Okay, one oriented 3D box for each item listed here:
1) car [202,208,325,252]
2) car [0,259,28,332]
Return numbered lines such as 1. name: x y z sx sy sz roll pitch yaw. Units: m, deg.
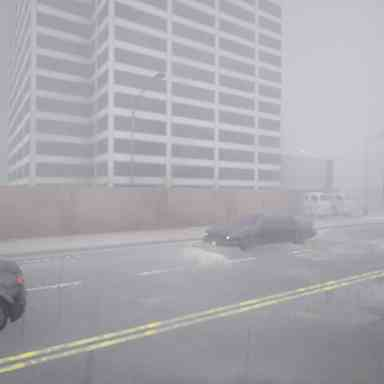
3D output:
1. car: 3.078 1.601 14.327 5.357 1.411 2.033 0 0 -33
2. car: -4.796 1.554 4.988 4.181 1.385 1.994 0 0 -33
